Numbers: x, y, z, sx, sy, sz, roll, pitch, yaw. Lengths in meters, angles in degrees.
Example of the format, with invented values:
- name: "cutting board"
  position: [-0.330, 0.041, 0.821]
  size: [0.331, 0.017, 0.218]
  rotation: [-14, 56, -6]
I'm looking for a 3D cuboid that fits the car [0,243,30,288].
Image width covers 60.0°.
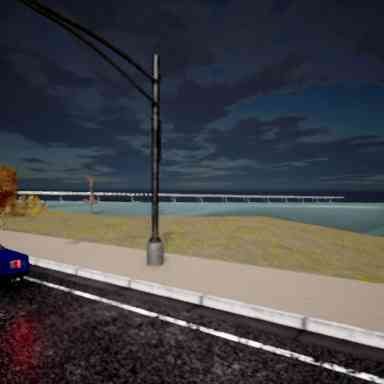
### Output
- name: "car"
  position: [-5.969, 1.579, 7.943]
  size: [4.718, 1.301, 1.895]
  rotation: [0, 0, 35]
